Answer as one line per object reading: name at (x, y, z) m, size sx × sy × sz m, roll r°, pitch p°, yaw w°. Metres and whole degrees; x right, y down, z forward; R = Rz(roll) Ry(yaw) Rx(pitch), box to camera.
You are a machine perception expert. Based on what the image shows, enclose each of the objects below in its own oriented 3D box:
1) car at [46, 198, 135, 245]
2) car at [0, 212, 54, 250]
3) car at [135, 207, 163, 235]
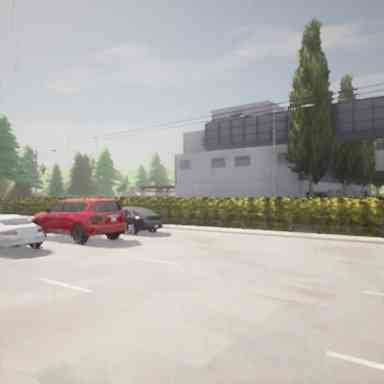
car at (-5.700, 1.346, 16.543) m, size 5.566 × 2.045 × 2.150 m, roll 0°, pitch 0°, yaw 36°
car at (-8.031, 1.659, 13.914) m, size 4.674 × 1.442 × 1.812 m, roll 0°, pitch 0°, yaw 36°
car at (-3.915, 1.640, 19.575) m, size 4.892 × 1.490 × 1.837 m, roll 0°, pitch 0°, yaw 36°
